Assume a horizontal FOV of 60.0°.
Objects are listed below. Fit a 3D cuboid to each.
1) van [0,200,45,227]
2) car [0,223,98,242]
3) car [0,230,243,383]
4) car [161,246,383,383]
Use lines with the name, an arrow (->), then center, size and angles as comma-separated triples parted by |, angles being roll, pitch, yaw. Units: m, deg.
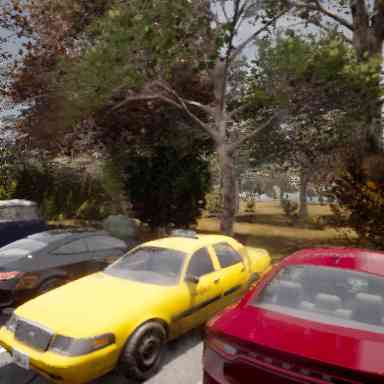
van -> -6.940, 1.281, 10.914 | 1.878, 1.987, 4.442 | 0, 0, 36
car -> -2.474, 1.534, 7.579 | 2.002, 1.452, 4.674 | 0, 0, 36
car -> -0.313, 1.485, 5.812 | 1.946, 1.575, 5.366 | 0, 0, 36
car -> 2.059, 1.482, 4.340 | 2.097, 1.535, 5.008 | 0, 0, 36
